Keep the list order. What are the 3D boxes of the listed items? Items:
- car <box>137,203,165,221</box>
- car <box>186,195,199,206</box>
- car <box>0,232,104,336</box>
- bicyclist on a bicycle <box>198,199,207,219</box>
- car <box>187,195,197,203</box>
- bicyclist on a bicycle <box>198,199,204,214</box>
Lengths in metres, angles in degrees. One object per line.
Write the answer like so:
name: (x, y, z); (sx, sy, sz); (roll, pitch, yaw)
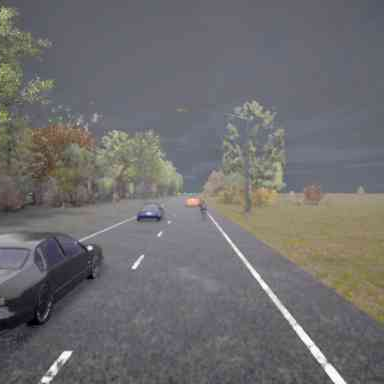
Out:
car: (-3.395, 1.638, 28.017); (1.994, 1.385, 4.181); (0, 0, 0)
car: (0.080, 1.502, 56.421); (2.097, 1.767, 4.553); (0, 0, 0)
car: (-3.401, 1.566, 7.014); (2.033, 1.411, 5.357); (0, 0, 0)
bicyclist on a bicycle: (0.970, 1.525, 27.068); (0.582, 1.620, 1.656); (0, 0, 0)
car: (0.016, 1.556, 74.743); (2.097, 1.767, 4.553); (0, 0, 0)
bicyclist on a bicycle: (0.972, 1.548, 36.069); (0.582, 1.620, 1.656); (0, 0, 0)
